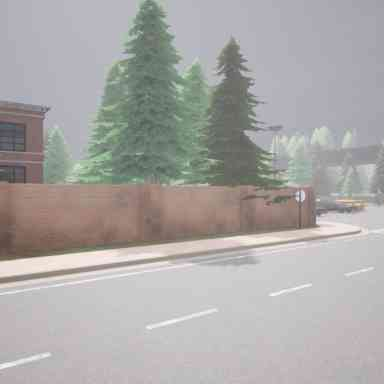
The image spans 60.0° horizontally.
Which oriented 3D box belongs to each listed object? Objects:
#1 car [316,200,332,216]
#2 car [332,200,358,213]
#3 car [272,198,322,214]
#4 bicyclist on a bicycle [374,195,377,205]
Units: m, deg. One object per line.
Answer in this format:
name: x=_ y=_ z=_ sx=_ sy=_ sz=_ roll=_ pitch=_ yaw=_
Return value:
car: x=10.302 y=1.547 z=32.148 sx=2.033 sy=1.411 sz=5.357 roll=0 pitch=0 yaw=-35
car: x=15.466 y=1.547 z=36.994 sx=2.033 sy=1.411 sz=5.357 roll=0 pitch=0 yaw=-35
car: x=11.433 y=1.491 z=36.625 sx=2.128 sy=1.511 sz=4.902 roll=0 pitch=0 yaw=-36
bicyclist on a bicycle: x=30.154 y=1.300 z=54.305 sx=1.656 sy=1.620 sz=0.582 roll=0 pitch=0 yaw=-35
